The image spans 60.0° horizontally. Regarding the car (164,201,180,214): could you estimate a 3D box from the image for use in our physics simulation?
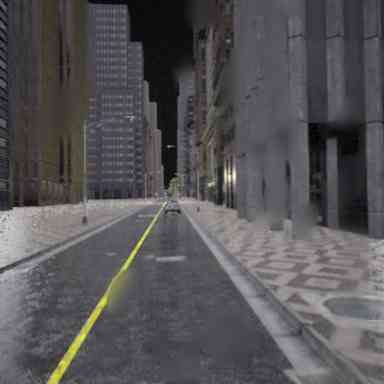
[{"bbox_3d":[-2.336,1.812,39.582,2.033,1.411,5.357,-1,0,-4],"label":"car"}]
